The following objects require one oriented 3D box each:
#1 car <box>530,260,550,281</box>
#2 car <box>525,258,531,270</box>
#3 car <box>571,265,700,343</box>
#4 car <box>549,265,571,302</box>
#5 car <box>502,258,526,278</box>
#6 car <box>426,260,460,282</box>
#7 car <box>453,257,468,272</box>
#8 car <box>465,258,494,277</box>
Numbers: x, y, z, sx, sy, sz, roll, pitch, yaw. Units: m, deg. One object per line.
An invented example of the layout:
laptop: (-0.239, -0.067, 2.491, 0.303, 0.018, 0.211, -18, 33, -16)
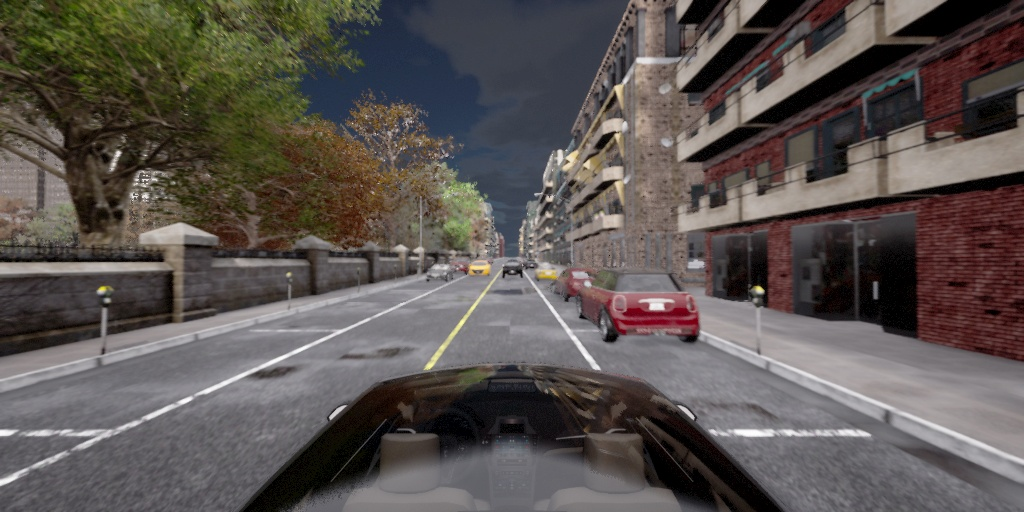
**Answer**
car: (2.700, 1.253, 28.930, 1.751, 1.417, 4.829, 0, 0, 0)
car: (2.706, 1.275, 50.854, 1.948, 1.339, 4.313, 0, 0, 0)
car: (3.115, 1.096, 9.836, 2.097, 1.767, 4.553, 0, 0, 0)
car: (3.119, 1.263, 16.950, 1.812, 1.442, 4.674, 0, 0, -2)
car: (0.078, 1.201, 33.676, 1.882, 1.535, 5.008, 0, 0, 1)
car: (-5.681, 1.278, 28.764, 2.007, 1.370, 4.403, 0, 0, 0)
car: (-5.677, 1.033, 39.811, 2.192, 1.841, 5.009, 0, 0, 0)
car: (-3.080, 1.200, 35.044, 1.882, 1.535, 5.008, 0, 0, 0)
